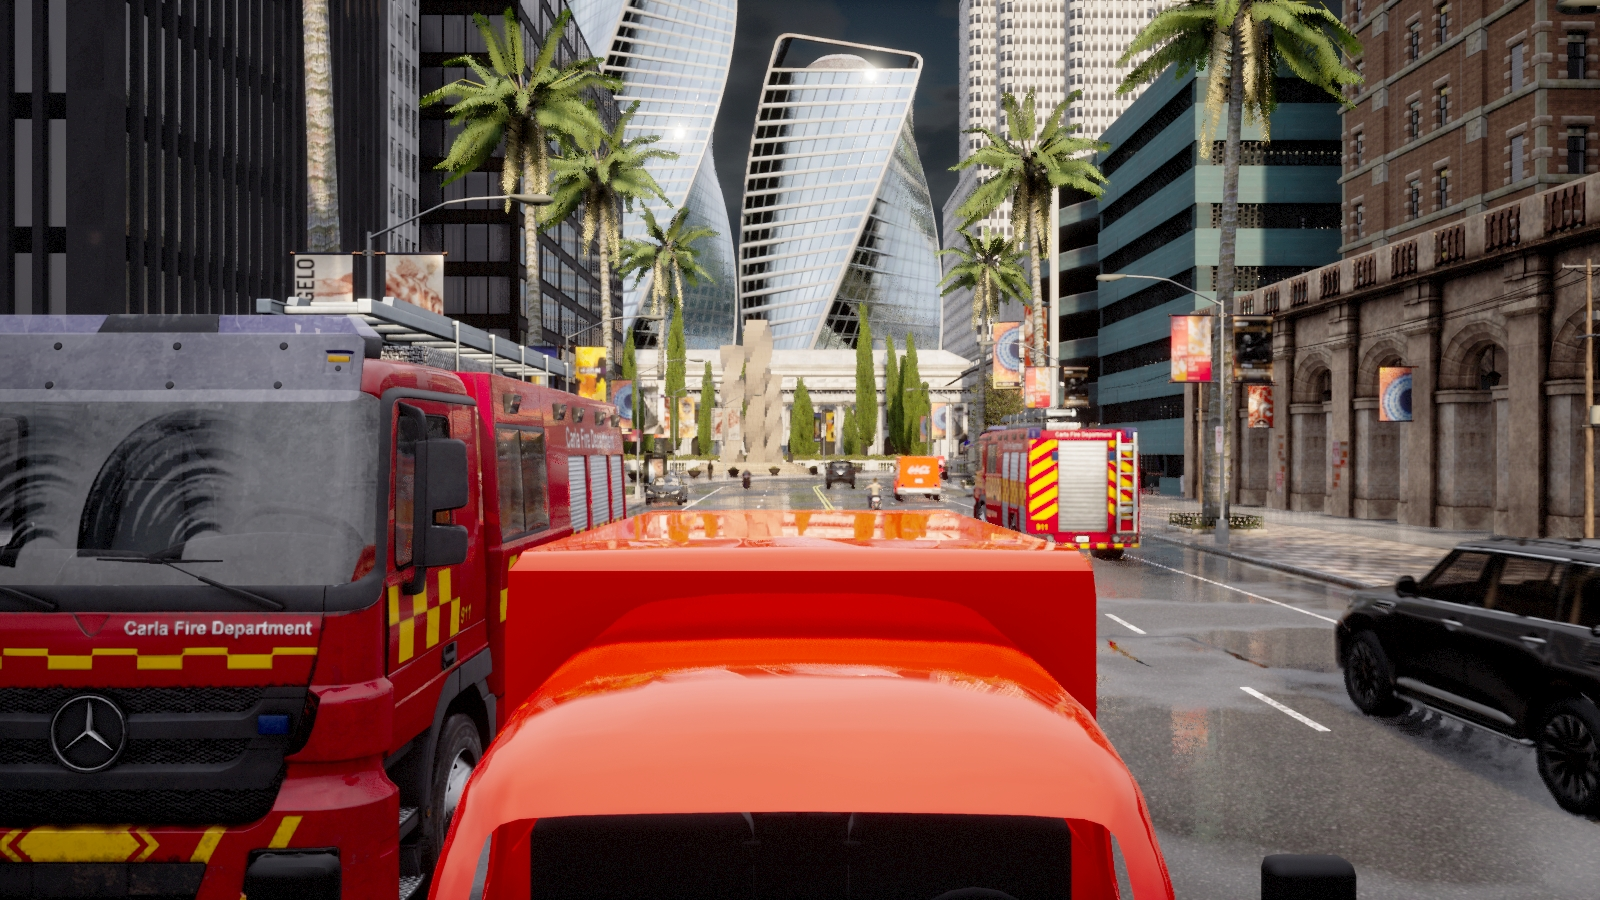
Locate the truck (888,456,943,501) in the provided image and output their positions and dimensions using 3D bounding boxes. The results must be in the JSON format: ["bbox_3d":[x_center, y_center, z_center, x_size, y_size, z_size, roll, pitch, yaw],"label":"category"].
[{"bbox_3d":[6.568,1.592,65.422,2.627,2.467,5.204,0,0,0],"label":"truck"}]

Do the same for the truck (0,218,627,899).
[{"bbox_3d":[-3.491,0.895,9.272,2.891,3.827,8.468,0,0,0],"label":"truck"}]

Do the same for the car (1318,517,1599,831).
[{"bbox_3d":[6.985,1.783,10.296,2.150,2.045,5.566,0,0,1],"label":"car"}]

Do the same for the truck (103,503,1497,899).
[{"bbox_3d":[-0.001,1.571,4.755,2.627,2.467,5.204,0,0,0],"label":"truck"}]

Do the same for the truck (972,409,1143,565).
[{"bbox_3d":[6.951,0.902,32.243,2.891,3.827,8.468,0,0,0],"label":"truck"}]
